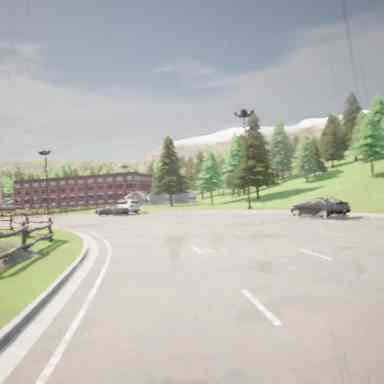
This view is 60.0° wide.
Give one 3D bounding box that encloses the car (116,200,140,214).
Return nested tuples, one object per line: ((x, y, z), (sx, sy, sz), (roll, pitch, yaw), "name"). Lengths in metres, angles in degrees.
((-10.245, 2.290, 49.471), (5.566, 2.045, 2.150), (-4, -1, 34), "car")

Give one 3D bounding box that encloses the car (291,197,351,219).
((9.436, 1.158, 24.806), (2.128, 1.511, 4.902), (-3, -1, -22), "car")

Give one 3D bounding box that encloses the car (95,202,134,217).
((-11.134, 2.638, 46.253), (5.357, 1.411, 2.033), (-4, -1, 32), "car")
